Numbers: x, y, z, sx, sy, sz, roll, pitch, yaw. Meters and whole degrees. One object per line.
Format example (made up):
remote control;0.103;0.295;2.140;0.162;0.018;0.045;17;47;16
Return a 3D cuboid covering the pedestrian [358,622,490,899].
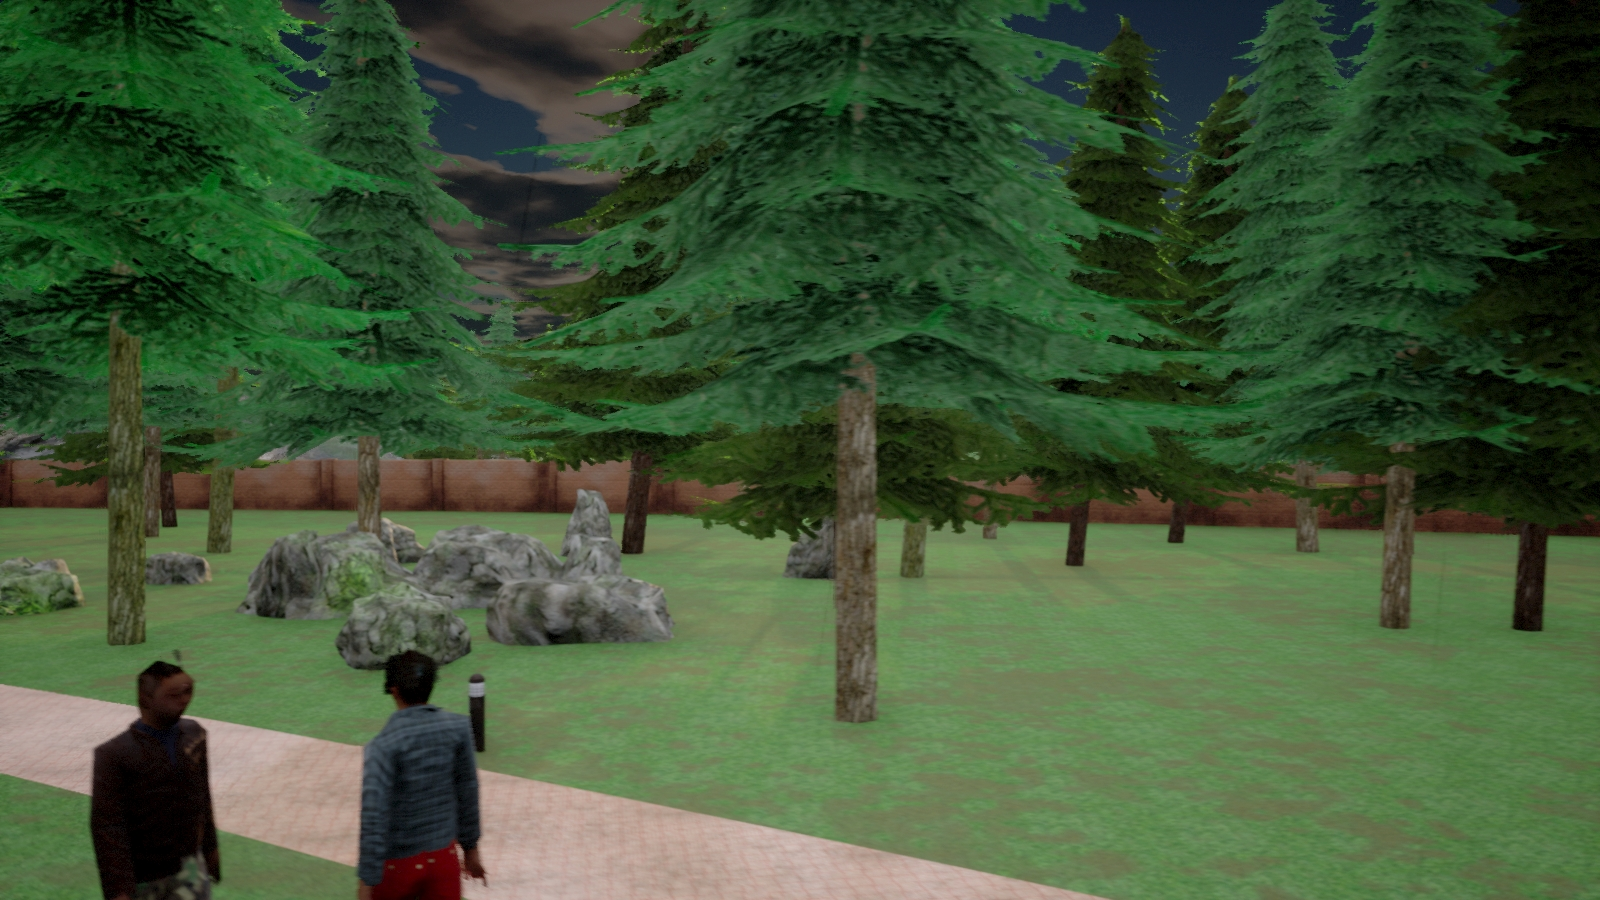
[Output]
pedestrian;-1.521;1.667;4.624;0.375;1.860;0.375;0;0;44

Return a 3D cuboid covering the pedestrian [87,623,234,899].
pedestrian;-2.577;1.665;4.610;0.375;1.860;0.375;0;0;29
